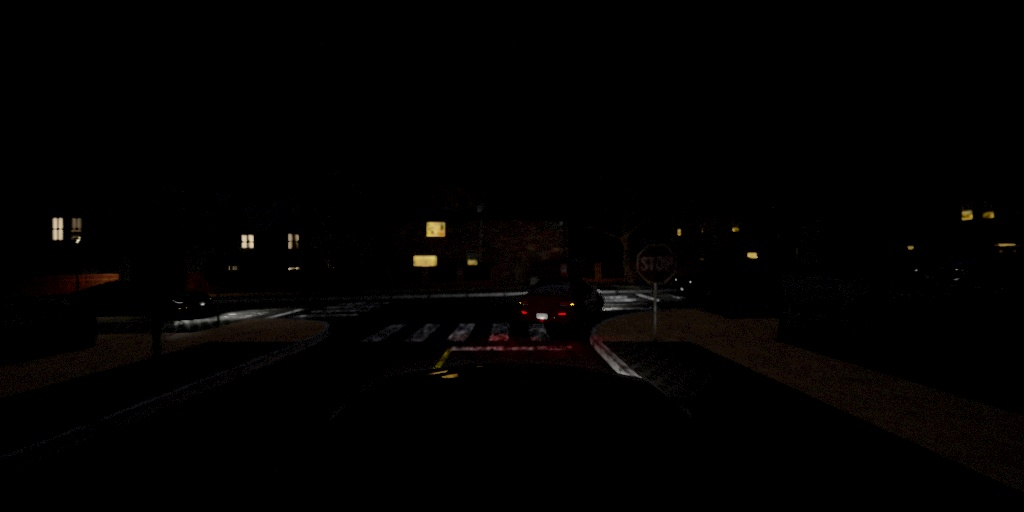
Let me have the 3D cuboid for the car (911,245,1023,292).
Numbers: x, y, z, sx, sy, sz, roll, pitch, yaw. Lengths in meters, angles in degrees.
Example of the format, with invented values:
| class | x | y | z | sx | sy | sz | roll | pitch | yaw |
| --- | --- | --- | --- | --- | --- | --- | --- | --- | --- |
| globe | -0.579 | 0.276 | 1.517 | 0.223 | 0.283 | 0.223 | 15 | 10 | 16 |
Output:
| class | x | y | z | sx | sy | sz | roll | pitch | yaw |
| --- | --- | --- | --- | --- | --- | --- | --- | --- | --- |
| car | 22.886 | 0.555 | 17.332 | 5.566 | 2.045 | 2.150 | -2 | 0 | 0 |

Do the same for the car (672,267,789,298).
| class | x | y | z | sx | sy | sz | roll | pitch | yaw |
| --- | --- | --- | --- | --- | --- | --- | --- | --- | --- |
| car | 10.388 | 1.231 | 17.315 | 4.718 | 1.301 | 1.895 | -1 | 0 | 0 |

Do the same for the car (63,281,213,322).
| class | x | y | z | sx | sy | sz | roll | pitch | yaw |
| --- | --- | --- | --- | --- | --- | --- | --- | --- | --- |
| car | -14.787 | 1.736 | 14.322 | 4.892 | 1.490 | 1.837 | -1 | 0 | 0 |

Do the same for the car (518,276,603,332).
| class | x | y | z | sx | sy | sz | roll | pitch | yaw |
| --- | --- | --- | --- | --- | --- | --- | --- | --- | --- |
| car | 1.643 | 1.375 | 11.455 | 1.812 | 1.442 | 4.674 | -1 | 0 | 22 |
